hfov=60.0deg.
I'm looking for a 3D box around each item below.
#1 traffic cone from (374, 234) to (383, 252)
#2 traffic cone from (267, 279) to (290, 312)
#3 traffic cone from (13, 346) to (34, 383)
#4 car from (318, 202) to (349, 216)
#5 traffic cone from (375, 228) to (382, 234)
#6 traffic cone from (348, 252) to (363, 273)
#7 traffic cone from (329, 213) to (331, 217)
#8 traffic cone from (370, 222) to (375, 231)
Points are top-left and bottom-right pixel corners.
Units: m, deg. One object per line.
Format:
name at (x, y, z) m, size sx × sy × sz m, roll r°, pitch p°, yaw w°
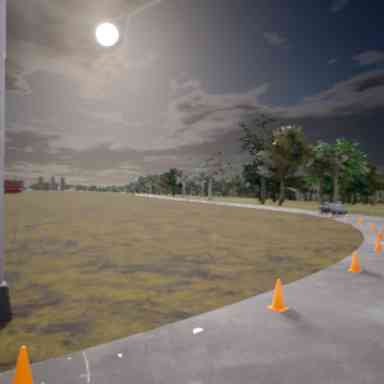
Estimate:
traffic cone at (7.816, 2.180, 13.929) m, size 0.340 × 0.580 × 0.340 m, roll 0°, pitch -1°, yaw 34°
traffic cone at (1.751, 2.048, 6.701) m, size 0.340 × 0.580 × 0.340 m, roll 1°, pitch -1°, yaw -44°
traffic cone at (-1.841, 1.984, 3.631) m, size 0.340 × 0.580 × 0.340 m, roll 1°, pitch -1°, yaw -37°
car at (16.749, 2.023, 39.584) m, size 1.837 × 1.490 × 4.892 m, roll 2°, pitch -1°, yaw -4°
traffic cone at (10.217, 2.243, 17.999) m, size 0.340 × 0.580 × 0.340 m, roll 0°, pitch -1°, yaw 27°
traffic cone at (4.983, 2.114, 10.148) m, size 0.340 × 0.580 × 0.340 m, roll 0°, pitch -1°, yaw 40°
traffic cone at (14.998, 2.424, 36.136) m, size 0.340 × 0.580 × 0.340 m, roll 1°, pitch 0°, yaw 2°
traffic cone at (12.157, 2.301, 22.307) m, size 0.340 × 0.580 × 0.340 m, roll 1°, pitch 0°, yaw 21°
